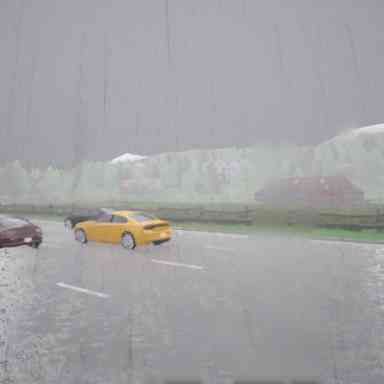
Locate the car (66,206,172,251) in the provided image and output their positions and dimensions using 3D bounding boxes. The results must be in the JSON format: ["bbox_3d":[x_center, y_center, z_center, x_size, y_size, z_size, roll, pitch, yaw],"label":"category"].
[{"bbox_3d":[-3.186,1.600,14.856,5.008,1.535,1.882,-1,0,35],"label":"car"}]

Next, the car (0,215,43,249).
[{"bbox_3d":[-8.173,1.688,14.115,4.674,1.442,1.812,-1,0,35],"label":"car"}]
